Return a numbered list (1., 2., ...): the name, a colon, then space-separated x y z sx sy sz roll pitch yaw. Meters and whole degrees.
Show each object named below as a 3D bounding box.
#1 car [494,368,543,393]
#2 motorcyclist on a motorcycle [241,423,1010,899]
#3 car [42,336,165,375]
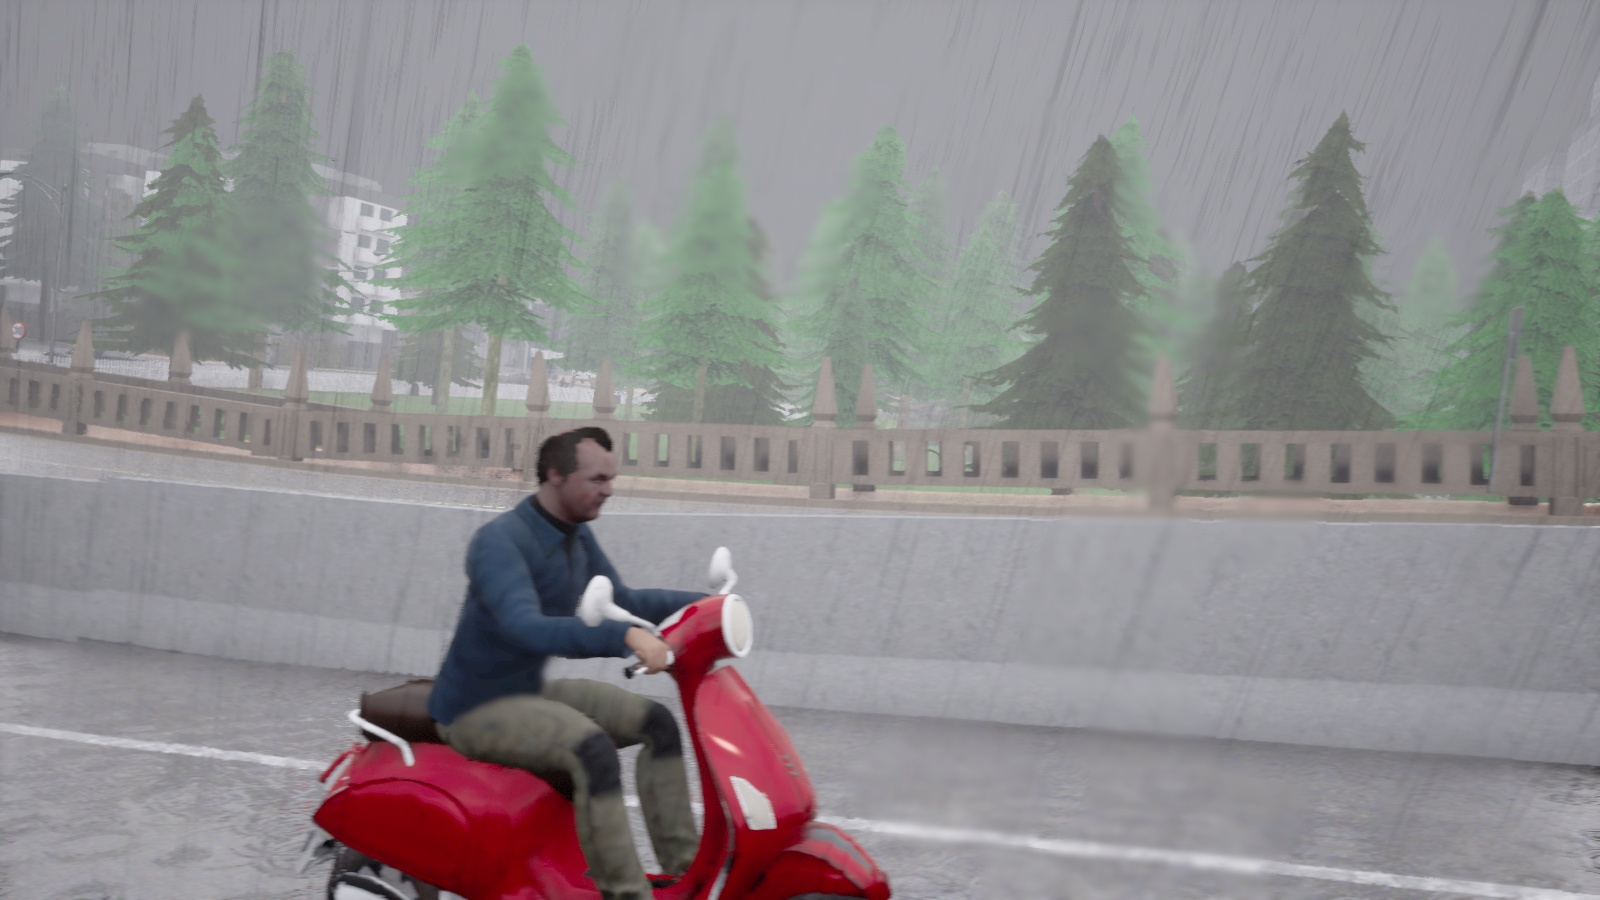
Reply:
1. car: -21.428 -5.278 95.634 1.789 1.549 3.705 8 3 20
2. motorcyclist on a motorcycle: -0.431 0.733 3.338 1.817 1.590 0.866 1 1 19
3. car: -31.718 -4.269 57.374 1.895 1.301 4.718 8 3 20
